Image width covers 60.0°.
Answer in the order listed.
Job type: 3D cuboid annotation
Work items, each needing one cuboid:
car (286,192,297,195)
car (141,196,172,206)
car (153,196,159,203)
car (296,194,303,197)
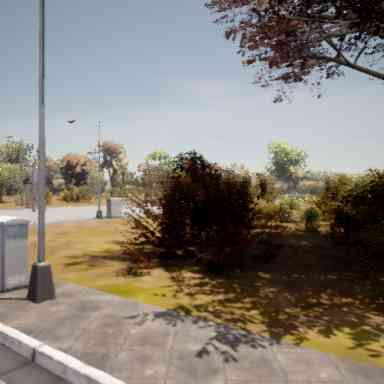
[{"bbox_3d":[27.181,0.985,90.066,2.150,2.045,5.566,0,0,36],"label":"car"},{"bbox_3d":[-5.620,1.406,53.761,2.033,1.411,5.357,0,0,33],"label":"car"},{"bbox_3d":[-4.378,1.475,49.232,1.895,1.301,4.718,0,0,33],"label":"car"},{"bbox_3d":[29.988,1.328,87.977,1.994,1.385,4.181,0,0,36],"label":"car"}]
